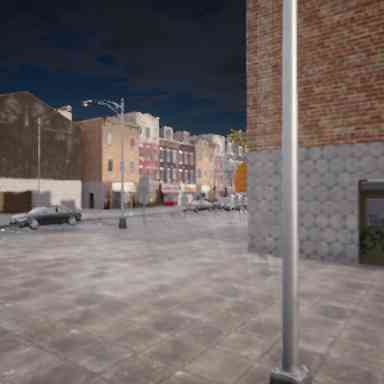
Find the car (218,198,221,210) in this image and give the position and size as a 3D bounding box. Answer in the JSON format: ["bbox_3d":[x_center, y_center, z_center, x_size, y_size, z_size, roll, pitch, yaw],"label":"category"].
[{"bbox_3d":[3.933,1.396,39.730,1.967,1.590,4.097,0,0,35],"label":"car"}]

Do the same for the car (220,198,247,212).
[{"bbox_3d":[5.515,1.456,37.549,1.837,1.490,4.892,0,0,35],"label":"car"}]

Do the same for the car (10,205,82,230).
[{"bbox_3d":[-9.173,1.535,21.173,2.008,1.369,4.403,0,0,35],"label":"car"}]

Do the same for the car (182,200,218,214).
[{"bbox_3d":[0.656,1.541,35.090,1.802,1.307,4.206,0,0,35],"label":"car"}]
